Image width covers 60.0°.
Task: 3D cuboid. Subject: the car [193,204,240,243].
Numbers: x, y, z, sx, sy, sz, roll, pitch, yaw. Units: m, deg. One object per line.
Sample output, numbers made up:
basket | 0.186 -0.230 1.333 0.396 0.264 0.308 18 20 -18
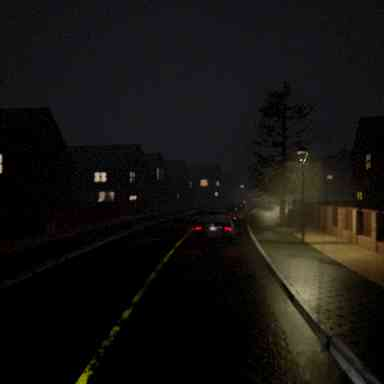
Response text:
car | 1.138 1.555 16.159 2.033 1.411 5.357 0 0 6

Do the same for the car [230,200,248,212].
car | 5.528 1.594 39.303 1.895 1.301 4.718 0 0 16
